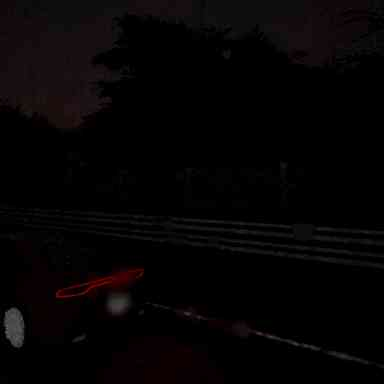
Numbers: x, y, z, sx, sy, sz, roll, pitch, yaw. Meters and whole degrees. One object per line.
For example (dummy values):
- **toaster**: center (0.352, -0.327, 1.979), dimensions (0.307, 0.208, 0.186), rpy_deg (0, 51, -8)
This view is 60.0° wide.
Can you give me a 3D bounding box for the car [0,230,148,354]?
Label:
- **car**: center (-3.054, 1.445, 6.162), dimensions (5.008, 1.535, 1.882), rpy_deg (0, 0, 35)
